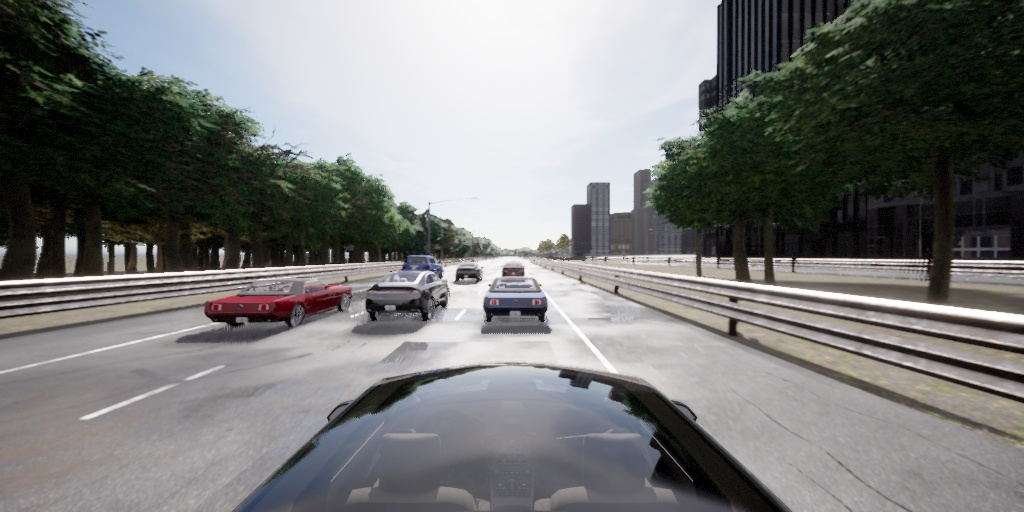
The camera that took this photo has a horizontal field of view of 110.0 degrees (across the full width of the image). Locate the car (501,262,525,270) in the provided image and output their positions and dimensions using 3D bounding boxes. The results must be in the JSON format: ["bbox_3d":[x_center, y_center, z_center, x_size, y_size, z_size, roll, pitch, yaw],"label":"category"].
[{"bbox_3d":[0.109,1.217,30.397,1.882,1.535,5.008,0,0,0],"label":"car"}]

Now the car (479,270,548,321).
[{"bbox_3d":[0.103,1.347,12.410,1.895,1.301,4.718,0,0,0],"label":"car"}]

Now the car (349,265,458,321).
[{"bbox_3d":[-3.397,1.238,12.443,2.128,1.511,4.902,0,0,0],"label":"car"}]

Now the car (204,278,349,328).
[{"bbox_3d":[-6.897,1.348,11.390,1.895,1.301,4.718,0,0,0],"label":"car"}]

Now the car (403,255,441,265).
[{"bbox_3d":[-6.891,0.962,28.045,2.150,2.045,5.566,0,0,0],"label":"car"}]

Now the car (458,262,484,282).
[{"bbox_3d":[-3.391,1.245,28.959,1.837,1.490,4.892,0,0,0],"label":"car"}]
